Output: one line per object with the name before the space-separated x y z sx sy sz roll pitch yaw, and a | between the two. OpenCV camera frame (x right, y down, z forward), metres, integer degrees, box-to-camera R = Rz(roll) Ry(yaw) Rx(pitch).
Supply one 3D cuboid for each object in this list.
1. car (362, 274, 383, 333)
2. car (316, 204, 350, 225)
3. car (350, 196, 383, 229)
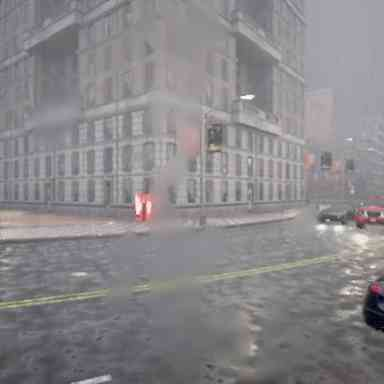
car | 4.749 1.578 5.432 4.181 1.385 1.994 0 0 -31
car | 11.277 1.614 25.373 2.033 1.411 5.357 0 0 40
car | 12.229 1.276 21.170 2.150 2.045 5.566 0 0 41
